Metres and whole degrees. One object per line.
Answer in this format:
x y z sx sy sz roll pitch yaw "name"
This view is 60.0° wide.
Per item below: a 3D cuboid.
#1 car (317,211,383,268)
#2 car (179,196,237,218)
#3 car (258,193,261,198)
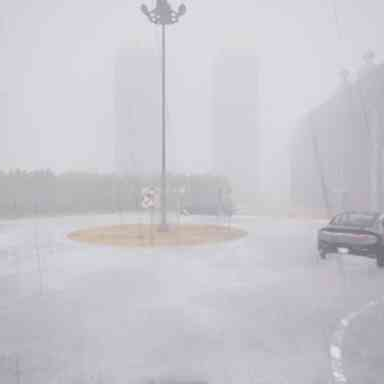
5.709 1.383 11.053 2.128 1.511 4.902 1 1 39 "car"
1.194 1.086 26.746 4.553 1.767 2.097 0 1 28 "car"
13.729 0.685 73.068 1.994 1.381 4.181 0 1 0 "car"
